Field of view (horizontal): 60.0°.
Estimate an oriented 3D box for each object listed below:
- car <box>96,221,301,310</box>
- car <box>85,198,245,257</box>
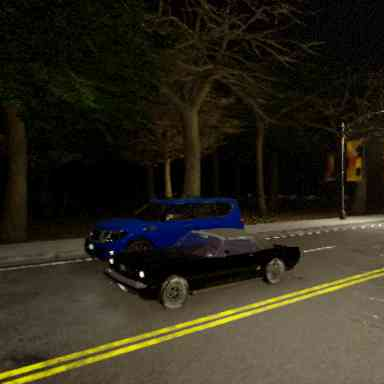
[{"bbox_3d":[0.404,1.602,7.963,4.718,1.301,1.895,0,0,-35],"label":"car"},{"bbox_3d":[-0.649,1.223,11.203,5.566,2.045,2.150,0,0,-35],"label":"car"}]
